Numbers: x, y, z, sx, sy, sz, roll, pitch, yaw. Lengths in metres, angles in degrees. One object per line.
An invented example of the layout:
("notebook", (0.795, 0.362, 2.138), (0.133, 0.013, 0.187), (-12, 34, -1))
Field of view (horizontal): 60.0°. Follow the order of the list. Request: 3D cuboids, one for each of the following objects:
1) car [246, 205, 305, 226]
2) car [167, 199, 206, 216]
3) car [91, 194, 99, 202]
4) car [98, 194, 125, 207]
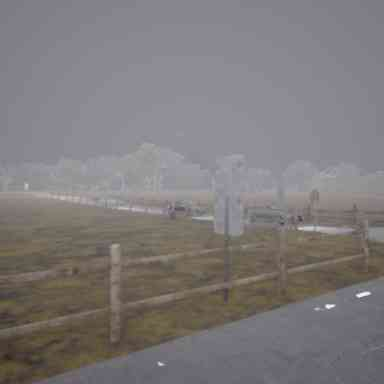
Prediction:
("car", (5.807, 1.590, 23.483), (1.994, 1.385, 4.181), (1, -1, -35))
("car", (-0.580, 1.516, 32.412), (1.837, 1.490, 4.892), (1, 0, -36))
("car", (-16.477, 1.059, 59.661), (2.033, 1.411, 5.357), (1, 1, -35))
("car", (-11.214, 1.369, 47.312), (1.895, 1.301, 4.718), (1, 0, -35))
